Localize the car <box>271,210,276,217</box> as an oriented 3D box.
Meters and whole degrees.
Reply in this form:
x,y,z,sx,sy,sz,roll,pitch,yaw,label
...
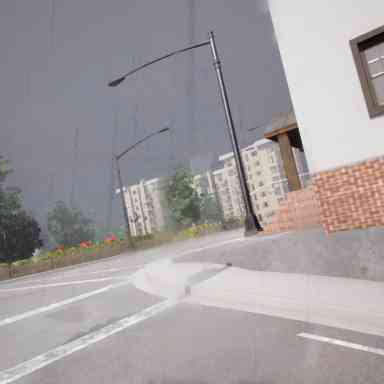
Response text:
x,y,z,sx,sy,sz,roll,pitch,yaw,label
11.109,2.737,40.061,2.097,1.767,4.553,-16,-8,35,car
